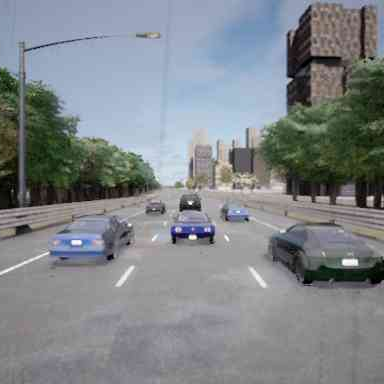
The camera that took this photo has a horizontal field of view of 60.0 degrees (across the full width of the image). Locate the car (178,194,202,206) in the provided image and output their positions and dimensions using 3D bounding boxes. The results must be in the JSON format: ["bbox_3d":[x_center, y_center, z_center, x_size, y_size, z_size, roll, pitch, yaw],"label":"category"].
[{"bbox_3d":[-0.196,1.188,34.290,2.150,2.045,5.566,0,0,-1],"label":"car"}]

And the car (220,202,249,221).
[{"bbox_3d":[3.409,1.524,27.216,2.033,1.411,5.357,0,0,-1],"label":"car"}]

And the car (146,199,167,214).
[{"bbox_3d":[-3.707,1.458,34.883,2.128,1.511,4.902,0,0,-1],"label":"car"}]

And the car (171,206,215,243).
[{"bbox_3d":[0.017,1.591,16.059,1.895,1.301,4.718,0,0,-1],"label":"car"}]

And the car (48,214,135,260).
[{"bbox_3d":[-3.447,1.542,12.389,2.033,1.411,5.357,0,0,0],"label":"car"}]

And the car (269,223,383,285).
[{"bbox_3d":[3.565,1.558,9.521,1.994,1.385,4.181,0,0,0],"label":"car"}]
